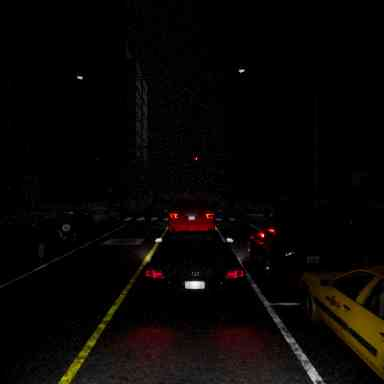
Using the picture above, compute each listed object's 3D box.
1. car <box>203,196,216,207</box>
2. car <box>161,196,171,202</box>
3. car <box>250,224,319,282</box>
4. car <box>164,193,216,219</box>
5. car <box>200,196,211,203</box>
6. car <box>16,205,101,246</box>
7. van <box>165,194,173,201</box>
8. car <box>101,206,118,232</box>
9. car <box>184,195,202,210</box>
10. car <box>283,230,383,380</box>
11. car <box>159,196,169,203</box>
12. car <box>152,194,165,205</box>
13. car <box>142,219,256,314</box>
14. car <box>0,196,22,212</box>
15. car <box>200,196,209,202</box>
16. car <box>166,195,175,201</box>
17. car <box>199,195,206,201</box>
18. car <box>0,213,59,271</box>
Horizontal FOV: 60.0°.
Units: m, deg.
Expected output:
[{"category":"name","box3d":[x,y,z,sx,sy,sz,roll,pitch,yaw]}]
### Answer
[{"category":"car","box3d":[2.724,1.452,52.467,1.967,1.590,4.097,0,0,0]},{"category":"car","box3d":[-5.816,1.549,74.041,1.752,1.417,4.829,0,0,0]},{"category":"car","box3d":[2.754,1.566,9.585,1.947,1.339,4.313,0,0,0]},{"category":"car","box3d":[-0.009,1.223,17.131,2.150,2.045,5.566,0,0,0]},{"category":"car","box3d":[2.713,1.571,68.779,2.008,1.369,4.403,0,0,0]},{"category":"car","box3d":[-5.775,1.441,15.034,1.967,1.590,4.097,0,0,0]},{"category":"van","box3d":[-5.824,1.372,85.087,1.690,1.788,3.998,0,0,0]},{"category":"car","box3d":[-5.778,1.527,20.321,1.752,1.417,4.829,0,0,0]},{"category":"car","box3d":[0.068,1.359,44.712,2.097,1.767,4.553,0,0,-5]},{"category":"car","box3d":[2.758,1.525,4.298,1.752,1.417,4.829,0,0,0]},{"category":"car","box3d":[-5.812,1.602,68.773,1.802,1.307,4.206,0,0,0]},{"category":"car","box3d":[-5.805,1.329,57.899,2.192,1.841,5.009,0,0,0]},{"category":"car","box3d":[0.054,1.564,7.711,1.994,1.385,4.181,0,0,0]},{"category":"car","box3d":[-17.941,1.171,31.941,4.902,1.511,2.128,1,0,0]},{"category":"car","box3d":[2.709,1.568,74.217,1.887,1.381,4.507,0,0,0]},{"category":"car","box3d":[-5.828,1.586,90.524,2.008,1.369,4.403,0,0,0]},{"category":"car","box3d":[2.701,1.556,85.262,1.752,1.417,4.829,0,0,0]},{"category":"car","box3d":[-5.771,1.545,9.577,1.887,1.381,4.507,0,0,0]}]
